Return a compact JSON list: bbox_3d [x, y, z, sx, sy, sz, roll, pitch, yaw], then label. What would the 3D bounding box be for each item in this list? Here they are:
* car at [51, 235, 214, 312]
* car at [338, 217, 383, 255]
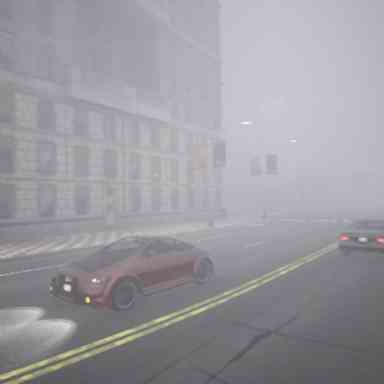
[{"bbox_3d":[-1.294,1.809,8.424,1.994,1.385,4.181,-2,-2,40],"label":"car"},{"bbox_3d":[7.562,1.746,13.692,2.033,1.411,5.357,-2,-2,38],"label":"car"}]
